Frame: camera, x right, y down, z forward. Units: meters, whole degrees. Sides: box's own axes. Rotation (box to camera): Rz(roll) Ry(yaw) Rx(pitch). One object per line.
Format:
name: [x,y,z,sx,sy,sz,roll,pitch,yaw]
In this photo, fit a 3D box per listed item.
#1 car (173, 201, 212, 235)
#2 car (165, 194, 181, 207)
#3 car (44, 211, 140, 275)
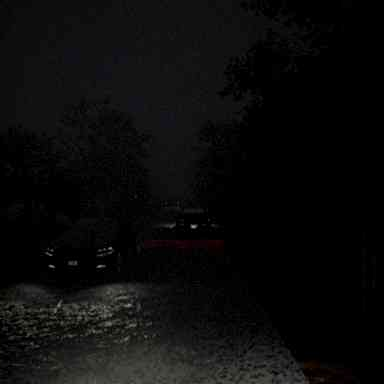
car: [0.070,1.440,17.991,1.812,1.442,4.674,0,0,0]
car: [-3.039,1.371,53.866,2.150,2.045,5.566,0,-1,0]
car: [-2.863,1.422,10.499,1.882,1.535,5.008,0,0,0]
